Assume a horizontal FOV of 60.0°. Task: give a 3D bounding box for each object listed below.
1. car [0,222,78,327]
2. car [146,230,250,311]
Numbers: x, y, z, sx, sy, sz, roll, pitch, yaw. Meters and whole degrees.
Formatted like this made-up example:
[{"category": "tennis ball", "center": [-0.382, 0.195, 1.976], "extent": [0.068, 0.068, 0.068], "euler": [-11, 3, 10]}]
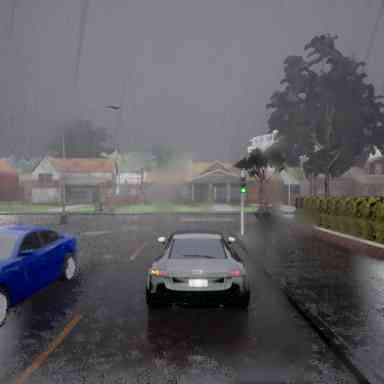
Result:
[{"category": "car", "center": [-4.031, 1.477, 6.977], "extent": [1.882, 1.535, 5.008], "euler": [0, 0, 1]}, {"category": "car", "center": [0.113, 1.564, 7.829], "extent": [1.994, 1.385, 4.181], "euler": [0, 0, 0]}]
